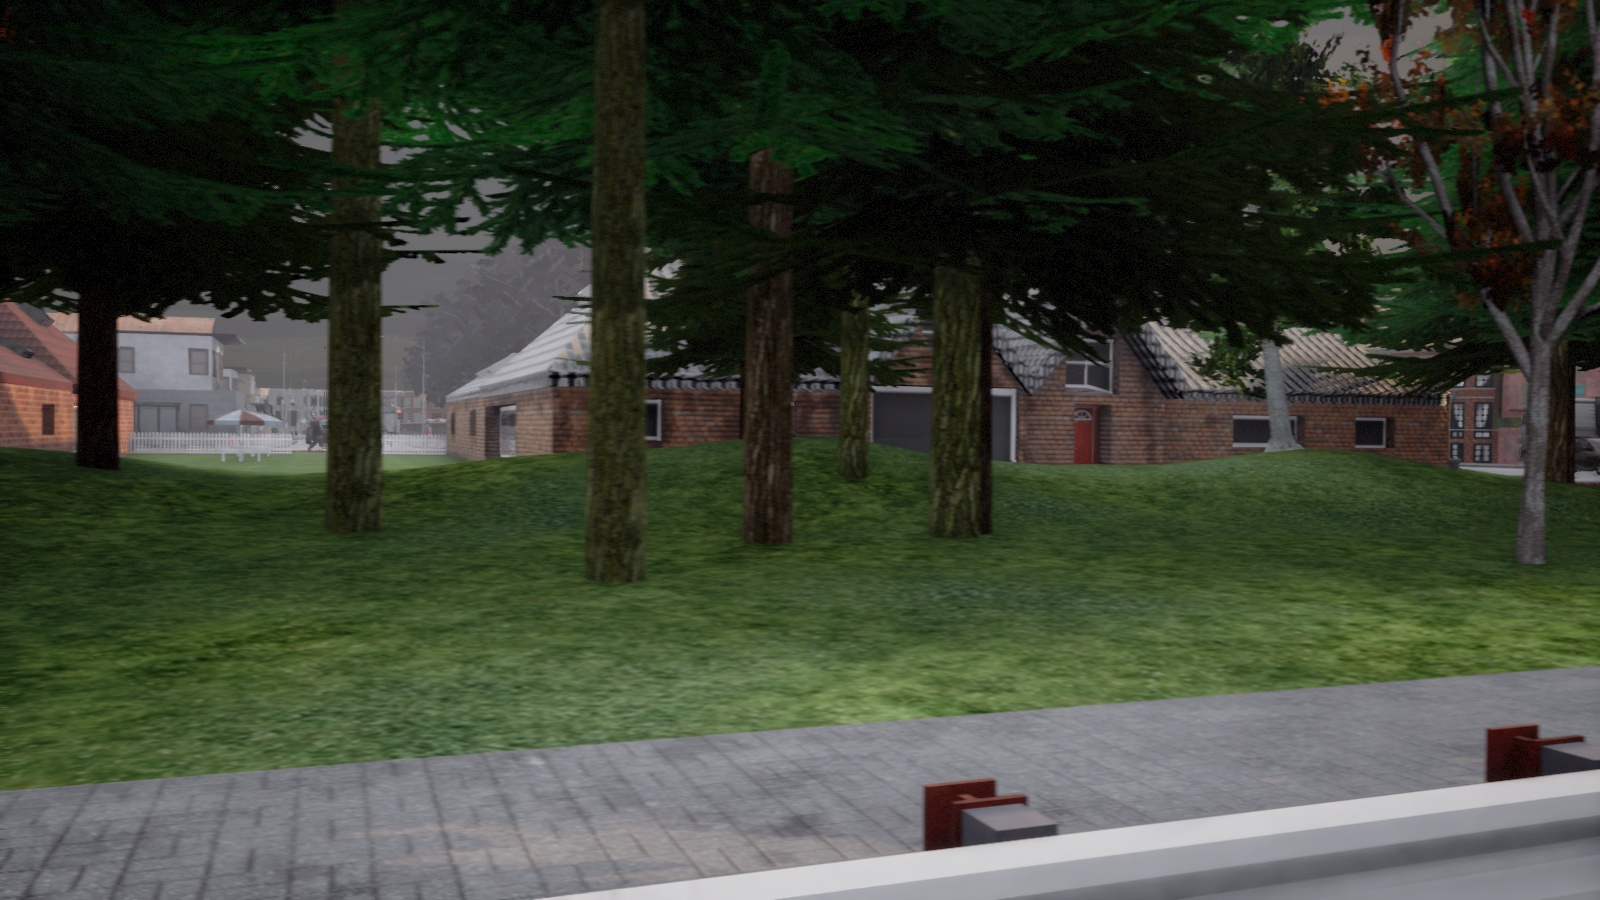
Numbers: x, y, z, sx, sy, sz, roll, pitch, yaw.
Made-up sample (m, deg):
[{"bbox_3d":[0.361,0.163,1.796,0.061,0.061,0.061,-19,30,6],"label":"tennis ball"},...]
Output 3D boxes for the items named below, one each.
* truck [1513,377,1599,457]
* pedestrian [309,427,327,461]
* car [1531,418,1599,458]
[{"bbox_3d":[35.781,-1.465,54.977,2.891,3.462,7.936,-1,1,-20],"label":"truck"},{"bbox_3d":[-26.362,-0.326,68.689,0.899,1.844,0.634,-1,1,-21],"label":"pedestrian"},{"bbox_3d":[32.677,-0.501,51.898,1.851,1.617,3.988,-1,1,-20],"label":"car"}]
